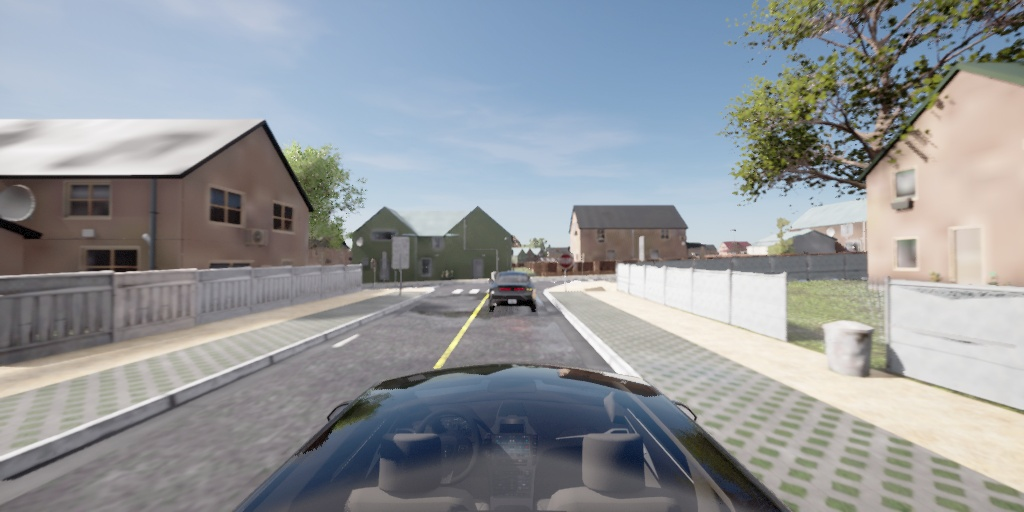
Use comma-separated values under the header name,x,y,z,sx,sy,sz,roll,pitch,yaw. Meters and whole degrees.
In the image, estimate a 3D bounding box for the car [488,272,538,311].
name,x,y,z,sx,sy,sz,roll,pitch,yaw
car,0.036,1.401,15.315,1.837,1.490,4.892,0,0,1
